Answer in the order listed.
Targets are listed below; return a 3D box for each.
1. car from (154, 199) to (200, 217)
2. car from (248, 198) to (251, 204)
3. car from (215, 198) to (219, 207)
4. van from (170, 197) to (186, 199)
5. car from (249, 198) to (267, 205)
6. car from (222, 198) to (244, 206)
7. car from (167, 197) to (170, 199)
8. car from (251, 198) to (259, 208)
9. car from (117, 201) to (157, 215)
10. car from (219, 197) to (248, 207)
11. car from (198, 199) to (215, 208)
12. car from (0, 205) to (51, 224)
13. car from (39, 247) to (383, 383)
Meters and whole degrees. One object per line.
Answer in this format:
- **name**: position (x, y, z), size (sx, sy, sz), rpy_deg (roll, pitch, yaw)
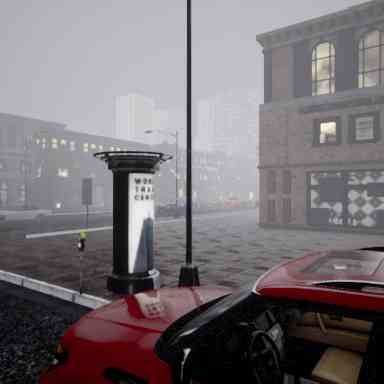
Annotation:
- **car**: position (-1.524, 1.669, 32.782), size (1.887, 1.381, 4.507), rpy_deg (0, 0, 35)
- **car**: position (10.640, 1.844, 64.755), size (2.008, 1.369, 4.403), rpy_deg (0, -1, 35)
- **car**: position (4.187, 1.758, 55.574), size (1.752, 1.417, 4.829), rpy_deg (0, 0, 35)
- **van**: position (-2.070, 1.517, 46.672), size (1.690, 1.788, 3.998), rpy_deg (0, 0, 35)
- **car**: position (13.817, 1.875, 69.277), size (2.008, 1.369, 4.403), rpy_deg (0, -1, 35)
- **car**: position (7.463, 1.814, 60.234), size (2.008, 1.369, 4.403), rpy_deg (0, -1, 35)
- **car**: position (-5.344, 1.673, 42.010), size (1.752, 1.417, 4.829), rpy_deg (0, 0, 35)
- **car**: position (11.142, 1.675, 50.896), size (1.967, 1.590, 4.097), rpy_deg (0, -1, 35)
- **car**: position (-5.951, 1.689, 36.635), size (1.994, 1.385, 4.181), rpy_deg (0, 0, 35)
- **car**: position (6.906, 1.587, 54.765), size (2.097, 1.767, 4.553), rpy_deg (0, 0, 35)
- **car**: position (1.108, 1.755, 51.192), size (2.008, 1.369, 4.403), rpy_deg (0, 0, 35)
- **car**: position (-13.568, 1.667, 25.799), size (1.895, 1.301, 4.718), rpy_deg (0, 0, 35)
- **car**: position (1.156, 1.315, 2.050), size (5.009, 1.841, 2.192), rpy_deg (0, 0, 36)
